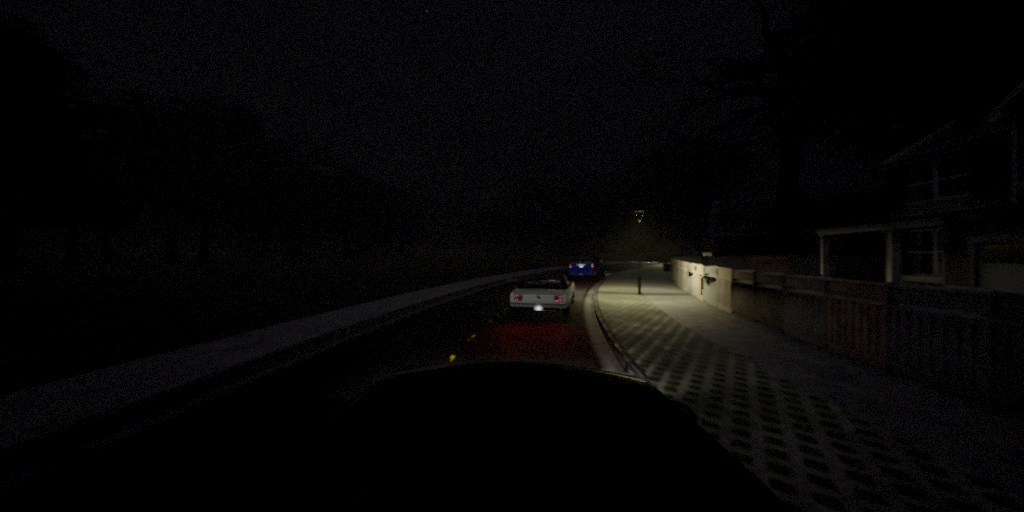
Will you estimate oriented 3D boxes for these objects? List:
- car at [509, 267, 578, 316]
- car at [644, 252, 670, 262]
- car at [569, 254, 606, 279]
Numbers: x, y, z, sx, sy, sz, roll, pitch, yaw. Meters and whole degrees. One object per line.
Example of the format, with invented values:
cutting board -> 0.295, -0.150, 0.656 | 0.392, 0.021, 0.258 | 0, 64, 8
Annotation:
car -> 1.296, 1.296, 13.227 | 1.895, 1.301, 4.718 | 0, 1, 13
car -> 22.198, 0.153, 54.611 | 5.357, 1.411, 2.033 | -2, 1, -41
car -> 5.857, 0.731, 27.656 | 2.097, 1.767, 4.553 | 0, 1, 25
